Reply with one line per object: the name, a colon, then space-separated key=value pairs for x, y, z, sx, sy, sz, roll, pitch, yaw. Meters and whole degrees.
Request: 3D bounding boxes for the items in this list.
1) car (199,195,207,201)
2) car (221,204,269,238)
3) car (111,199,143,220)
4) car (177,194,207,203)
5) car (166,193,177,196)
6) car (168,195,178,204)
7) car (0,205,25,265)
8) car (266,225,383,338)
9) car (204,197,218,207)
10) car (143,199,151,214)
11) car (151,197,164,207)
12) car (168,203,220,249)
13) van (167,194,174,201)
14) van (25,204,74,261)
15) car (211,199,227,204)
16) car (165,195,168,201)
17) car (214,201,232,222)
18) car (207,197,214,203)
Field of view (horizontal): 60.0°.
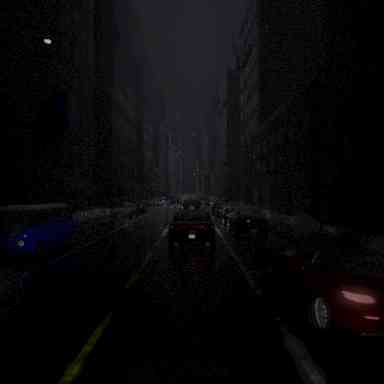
car: x=2.857 y=1.557 z=88.448 sx=1.947 sy=1.339 sz=4.313 roll=0 pitch=0 yaw=0
car: x=2.857 y=1.544 z=17.493 sx=2.008 sy=1.369 sz=4.403 roll=0 pitch=0 yaw=0
car: x=-5.669 y=1.514 z=28.375 sx=1.752 sy=1.417 sz=4.829 roll=0 pitch=0 yaw=0
car: x=0.000 y=1.355 z=29.620 sx=2.097 sy=1.767 sz=4.553 roll=0 pitch=0 yaw=0
car: x=-5.670 y=1.304 z=82.947 sx=2.192 sy=1.841 sz=5.009 roll=0 pitch=0 yaw=0
car: x=-3.000 y=1.639 z=61.694 sx=1.895 sy=1.301 sz=4.718 roll=0 pitch=0 yaw=0
car: x=-5.669 y=1.311 z=6.442 sx=2.192 sy=1.841 sz=5.009 roll=0 pitch=0 yaw=0
car: x=2.857 y=1.578 z=6.441 sx=1.802 sy=1.307 sz=4.206 roll=0 pitch=0 yaw=0
car: x=2.857 y=1.509 z=50.817 sx=1.752 sy=1.417 sz=4.829 roll=0 pitch=0 yaw=0
car: x=-5.669 y=1.427 z=34.071 sx=1.967 sy=1.590 sz=4.097 roll=0 pitch=0 yaw=0
car: x=-5.669 y=1.509 z=50.478 sx=1.752 sy=1.417 sz=4.829 roll=0 pitch=0 yaw=0
car: x=0.000 y=1.480 z=14.650 sx=1.882 sy=1.535 sz=5.008 roll=0 pitch=0 yaw=0
van: x=-5.670 y=1.332 z=88.448 sx=1.690 sy=1.788 sz=3.998 roll=0 pitch=0 yaw=0
van: x=-5.666 y=1.336 z=11.966 sx=1.690 sy=1.788 sz=3.998 roll=0 pitch=0 yaw=0
car: x=2.857 y=1.571 z=28.544 sx=1.802 sy=1.307 sz=4.206 roll=0 pitch=0 yaw=0
car: x=-5.669 y=1.534 z=56.173 sx=2.008 sy=1.369 sz=4.403 roll=0 pitch=0 yaw=0
car: x=2.857 y=1.542 z=23.019 sx=2.008 sy=1.369 sz=4.403 roll=0 pitch=0 yaw=0
car: x=2.856 y=1.427 z=34.070 sx=1.967 sy=1.590 sz=4.097 roll=0 pitch=0 yaw=0
